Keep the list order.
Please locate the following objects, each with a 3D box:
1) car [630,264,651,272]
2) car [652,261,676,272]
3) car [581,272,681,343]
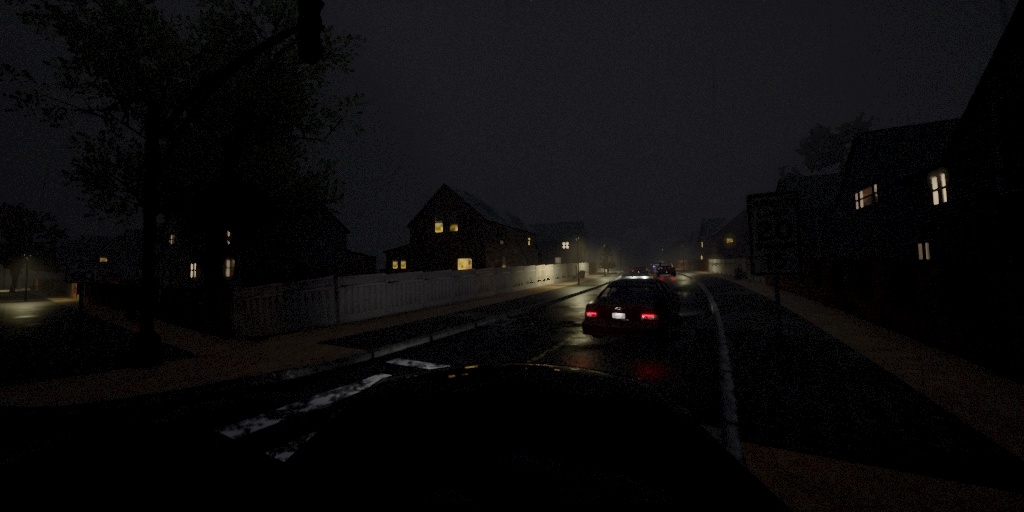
[{"bbox_3d":[15.259,1.668,43.104,1.994,1.385,4.181,-2,-1,20],"label":"car"},{"bbox_3d":[16.838,1.471,39.368,2.128,1.511,4.902,-2,-1,20],"label":"car"},{"bbox_3d":[3.471,1.327,9.844,2.033,1.411,5.357,-3,-1,28],"label":"car"}]
